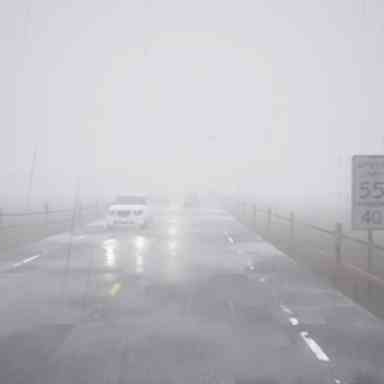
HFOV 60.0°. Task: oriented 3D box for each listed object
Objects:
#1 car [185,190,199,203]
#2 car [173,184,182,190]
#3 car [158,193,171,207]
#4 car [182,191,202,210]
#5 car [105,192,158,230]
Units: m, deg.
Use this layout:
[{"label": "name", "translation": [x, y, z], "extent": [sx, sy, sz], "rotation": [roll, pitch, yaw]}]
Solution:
[{"label": "car", "translation": [0.028, 0.589, 47.165], "extent": [1.837, 1.490, 4.892], "rotation": [0, 3, 0]}, {"label": "car", "translation": [-3.489, -1.137, 78.493], "extent": [2.097, 1.767, 4.553], "rotation": [0, 3, 0]}, {"label": "car", "translation": [-3.494, 0.871, 39.131], "extent": [1.882, 1.535, 5.008], "rotation": [0, 2, 0]}, {"label": "car", "translation": [0.008, 0.987, 34.849], "extent": [2.128, 1.511, 4.902], "rotation": [0, 2, 0]}, {"label": "car", "translation": [-3.595, 1.070, 20.175], "extent": [2.150, 2.045, 5.566], "rotation": [0, 1, 0]}]
